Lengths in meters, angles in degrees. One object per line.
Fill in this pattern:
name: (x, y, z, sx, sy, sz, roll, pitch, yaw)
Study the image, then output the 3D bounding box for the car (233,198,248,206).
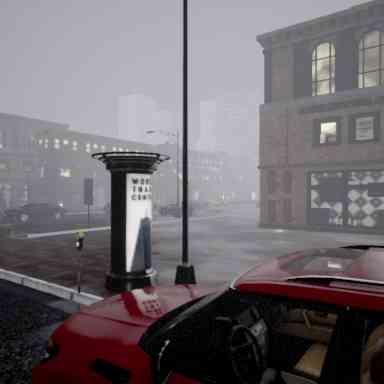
car: (7.827, 1.814, 60.261, 2.008, 1.369, 4.403, 0, -1, 36)

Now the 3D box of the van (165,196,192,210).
van: (-1.816, 1.517, 46.777, 1.690, 1.788, 3.998, 0, 0, 36)

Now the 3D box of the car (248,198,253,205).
car: (11.041, 1.845, 64.755, 2.008, 1.369, 4.403, 0, -1, 36)

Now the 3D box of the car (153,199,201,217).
car: (-1.384, 1.669, 32.882, 1.887, 1.381, 4.507, 0, 0, 36)

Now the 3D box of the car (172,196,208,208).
car: (-0.475, 1.662, 44.166, 2.128, 1.511, 4.902, 0, 0, 36)

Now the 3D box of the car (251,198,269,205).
car: (14.256, 1.875, 69.251, 2.008, 1.369, 4.403, 0, -1, 36)

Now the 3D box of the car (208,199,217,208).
car: (1.399, 1.755, 51.270, 2.008, 1.369, 4.403, 0, 0, 36)

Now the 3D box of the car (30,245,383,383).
car: (1.044, 1.315, 2.130, 5.009, 1.841, 2.192, 0, 0, 36)

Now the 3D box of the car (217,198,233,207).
car: (4.514, 1.758, 55.627, 1.752, 1.417, 4.829, 0, -1, 36)

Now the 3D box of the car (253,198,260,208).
car: (11.430, 1.675, 50.892, 1.967, 1.590, 4.097, 0, -1, 36)

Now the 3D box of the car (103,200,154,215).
car: (-6.774, 1.337, 35.380, 2.150, 2.045, 5.566, 0, 0, 36)

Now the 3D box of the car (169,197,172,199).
car: (-5.129, 1.673, 42.142, 1.752, 1.417, 4.829, 0, 0, 36)

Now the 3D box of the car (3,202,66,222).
car: (-12.719, 1.577, 27.106, 1.837, 1.490, 4.892, 0, 0, 34)
